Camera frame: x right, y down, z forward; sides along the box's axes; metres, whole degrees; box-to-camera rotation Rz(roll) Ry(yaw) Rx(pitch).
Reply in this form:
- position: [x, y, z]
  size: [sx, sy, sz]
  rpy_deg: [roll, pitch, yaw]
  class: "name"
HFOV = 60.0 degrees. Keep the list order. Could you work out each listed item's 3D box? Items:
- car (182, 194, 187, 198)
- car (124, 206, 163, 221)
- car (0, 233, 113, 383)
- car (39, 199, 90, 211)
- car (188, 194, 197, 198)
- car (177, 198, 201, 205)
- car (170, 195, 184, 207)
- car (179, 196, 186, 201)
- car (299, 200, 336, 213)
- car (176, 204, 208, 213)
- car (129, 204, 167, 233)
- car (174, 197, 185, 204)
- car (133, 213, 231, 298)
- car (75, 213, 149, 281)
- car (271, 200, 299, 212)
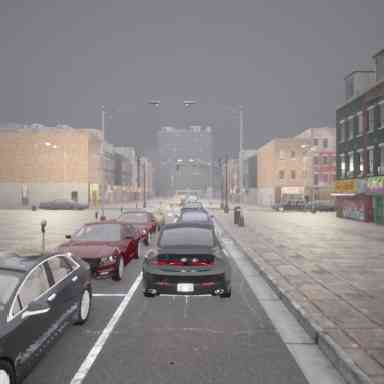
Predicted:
- position: [-2.547, 1.426, 58.296]
  size: [2.192, 1.841, 5.009]
  rpy_deg: [0, 0, 0]
  class: "car"
- position: [-2.610, 1.557, 15.401]
  size: [1.887, 1.381, 4.507]
  rpy_deg: [0, 0, 0]
  class: "car"
- position: [-2.626, 1.553, 4.412]
  size: [2.008, 1.369, 4.403]
  rpy_deg: [0, 0, 0]
  class: "car"
- position: [-14.596, 1.498, 38.034]
  size: [5.357, 1.411, 2.033]
  rpy_deg: [0, 0, 2]
  class: "car"
- position: [0.124, 1.420, 82.962]
  size: [2.150, 2.045, 5.566]
  rpy_deg: [0, 0, 0]
  class: "car"
- position: [0.062, 1.507, 26.271]
  size: [1.882, 1.535, 5.008]
  rpy_deg: [0, 0, 0]
  class: "car"
- position: [-2.556, 1.619, 52.682]
  size: [1.752, 1.417, 4.829]
  rpy_deg: [0, 0, 0]
  class: "car"
- position: [-2.500, 1.780, 90.960]
  size: [1.887, 1.381, 4.507]
  rpy_deg: [0, 0, 0]
  class: "car"
- position: [15.405, 1.728, 38.110]
  size: [4.902, 1.511, 2.128]
  rpy_deg: [1, 0, 0]
  class: "car"
- position: [0.117, 1.539, 16.002]
  size: [1.812, 1.442, 4.674]
  rpy_deg: [0, 0, 0]
  class: "car"
- position: [-2.602, 1.545, 20.724]
  size: [1.752, 1.417, 4.829]
  rpy_deg: [0, 0, 0]
  class: "car"
- position: [-2.532, 1.699, 69.184]
  size: [2.008, 1.369, 4.403]
  rpy_deg: [0, 0, 0]
  class: "car"
- position: [-0.064, 1.510, 8.541]
  size: [1.837, 1.490, 4.892]
  rpy_deg: [0, 0, 1]
  class: "car"
- position: [-2.618, 1.551, 9.906]
  size: [1.887, 1.381, 4.507]
  rpy_deg: [0, 0, 0]
  class: "car"
- position: [12.266, 1.719, 41.053]
  size: [4.892, 1.490, 1.837]
  rpy_deg: [1, 0, 0]
  class: "car"
